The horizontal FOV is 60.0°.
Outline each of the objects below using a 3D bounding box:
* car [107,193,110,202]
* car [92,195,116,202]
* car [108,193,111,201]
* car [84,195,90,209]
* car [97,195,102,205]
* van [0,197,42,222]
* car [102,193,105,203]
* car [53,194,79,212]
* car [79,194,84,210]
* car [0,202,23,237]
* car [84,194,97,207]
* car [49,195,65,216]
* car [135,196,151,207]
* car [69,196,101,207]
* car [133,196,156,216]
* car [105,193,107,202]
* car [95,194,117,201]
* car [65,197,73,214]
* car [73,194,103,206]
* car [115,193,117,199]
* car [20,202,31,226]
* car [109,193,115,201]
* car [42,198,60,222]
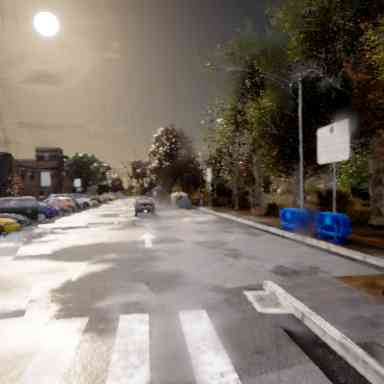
[{"bbox_3d":[-18.993,1.527,64.000,4.792,1.488,2.163,-2,0,-29],"label":"car"},{"bbox_3d":[-21.620,1.503,81.867,5.366,1.575,1.946,-2,0,-29],"label":"car"},{"bbox_3d":[-19.476,1.540,66.952,4.674,1.452,2.002,-2,0,-29],"label":"car"},{"bbox_3d":[-15.384,1.548,40.260,4.792,1.488,2.163,-2,0,-29],"label":"car"},{"bbox_3d":[-16.597,1.497,49.239,5.366,1.575,1.946,-2,0,-29],"label":"car"},{"bbox_3d":[-12.792,1.346,22.365,4.442,1.987,1.878,-2,1,-29],"label":"van"},{"bbox_3d":[-17.207,1.250,52.137,5.566,2.045,2.435,-2,0,-29],"label":"car"},{"bbox_3d":[-14.477,1.407,34.313,4.553,1.767,2.185,-2,1,-29],"label":"car"},{"bbox_3d":[-14.928,1.399,37.280,4.553,1.767,2.185,-2,1,-29],"label":"car"},{"bbox_3d":[-11.601,1.577,16.581,5.366,1.575,1.946,-2,0,-29],"label":"car"},{"bbox_3d":[-15.842,1.262,43.224,5.566,2.045,2.435,-2,0,-29],"label":"car"},{"bbox_3d":[-13.633,1.425,28.355,4.553,1.767,2.185,-2,0,-29],"label":"car"},{"bbox_3d":[-7.307,1.349,49.359,2.128,1.511,4.902,-1,0,-9],"label":"car"},{"bbox_3d":[-17.656,1.540,55.082,4.674,1.452,2.002,-2,1,-29],"label":"car"},{"bbox_3d":[-4.430,1.401,31.250,1.837,1.490,4.892,-1,0,-9],"label":"car"},{"bbox_3d":[-18.598,1.373,61.005,4.553,1.767,2.185,-2,0,-29],"label":"car"},{"bbox_3d":[-23.356,1.513,90.589,5.366,1.575,1.946,-2,1,-29],"label":"car"},{"bbox_3d":[-14.052,1.582,31.335,4.674,1.452,2.002,-2,0,-29],"label":"car"},{"bbox_3d":[-18.146,1.374,58.038,4.553,1.767,2.185,-2,0,-29],"label":"car"},{"bbox_3d":[-21.154,1.501,78.902,5.366,1.575,1.946,-2,0,-29],"label":"car"},{"bbox_3d":[-12.230,1.617,19.460,4.674,1.452,2.002,-2,0,-29],"label":"car"},{"bbox_3d":[-20.860,1.508,75.846,4.892,1.521,2.231,-2,0,-29],"label":"car"},{"bbox_3d":[-13.134,1.559,25.394,5.008,1.535,2.097,-2,1,-29],"label":"car"}]
